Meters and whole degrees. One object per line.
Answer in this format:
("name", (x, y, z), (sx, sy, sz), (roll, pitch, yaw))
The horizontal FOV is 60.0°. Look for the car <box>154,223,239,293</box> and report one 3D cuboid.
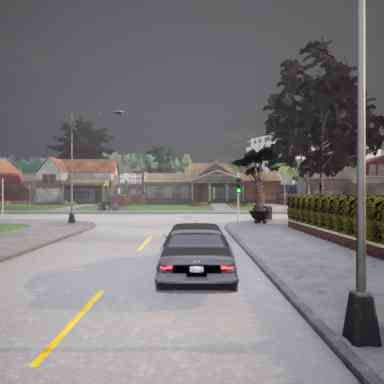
("car", (0.103, 1.548, 8.979), (2.033, 1.411, 5.357), (0, 0, 0))
